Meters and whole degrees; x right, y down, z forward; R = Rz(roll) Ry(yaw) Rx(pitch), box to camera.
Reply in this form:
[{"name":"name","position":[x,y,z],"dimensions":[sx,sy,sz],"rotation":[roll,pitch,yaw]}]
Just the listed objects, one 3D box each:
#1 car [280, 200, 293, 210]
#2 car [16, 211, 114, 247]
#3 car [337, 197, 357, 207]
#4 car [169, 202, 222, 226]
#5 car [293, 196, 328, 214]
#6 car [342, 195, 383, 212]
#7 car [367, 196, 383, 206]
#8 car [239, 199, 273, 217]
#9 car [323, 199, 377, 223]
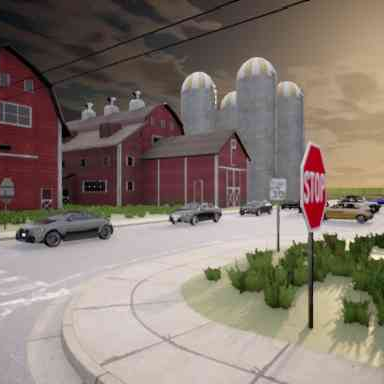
[{"name":"car","position":[12.525,1.602,41.203],"dimensions":[1.895,1.301,4.718],"rotation":[0,0,35]},{"name":"car","position":[-5.635,1.565,15.123],"dimensions":[1.994,1.385,4.181],"rotation":[0,0,38]},{"name":"car","position":[24.082,1.548,51.532],"dimensions":[2.033,1.411,5.357],"rotation":[0,0,35]},{"name":"car","position":[0.335,1.493,23.581],"dimensions":[2.128,1.511,4.902],"rotation":[0,0,35]},{"name":"car","position":[13.011,1.222,35.460],"dimensions":[2.150,2.045,5.566],"rotation":[0,0,35]},{"name":"car","position":[18.609,1.314,36.576],"dimensions":[3.866,1.878,1.905],"rotation":[0,0,35]},{"name":"car","position":[32.459,1.481,56.429],"dimensions":[4.611,1.667,2.242],"rotation":[0,0,35]},{"name":"car","position":[6.248,1.506,32.156],"dimensions":[1.837,1.490,4.892],"rotation":[0,0,35]},{"name":"car","position":[11.362,1.506,25.193],"dimensions":[4.193,1.474,1.816],"rotation":[0,0,35]}]
